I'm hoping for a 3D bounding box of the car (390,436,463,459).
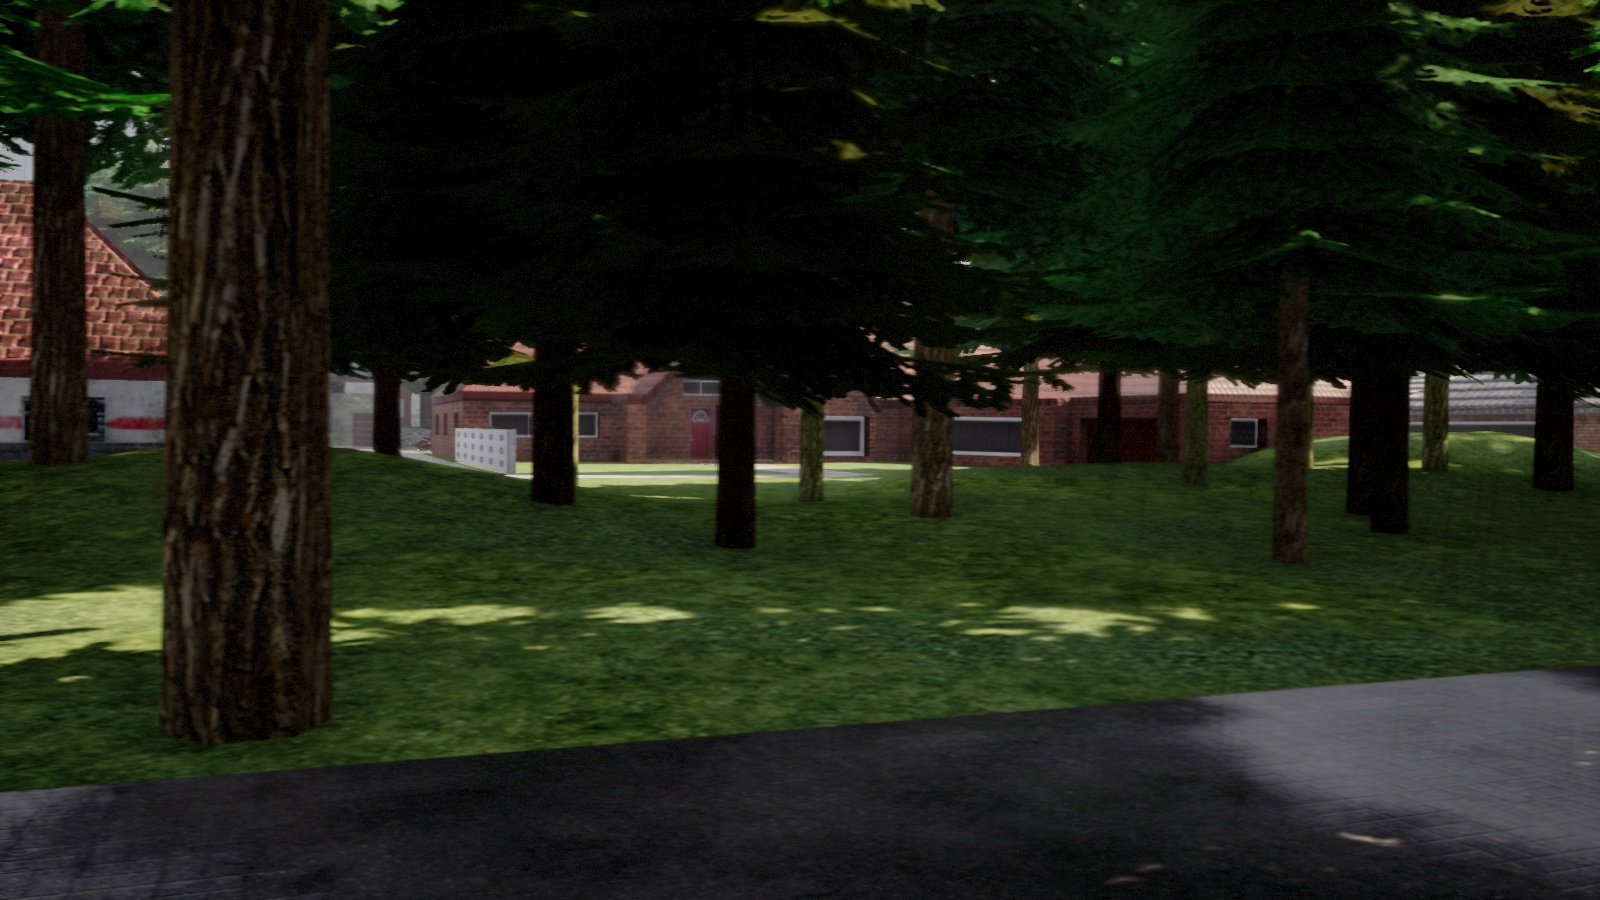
[{"bbox_3d":[-23.349,-0.163,78.530,4.181,1.385,1.994,-1,1,-21],"label":"car"}]
